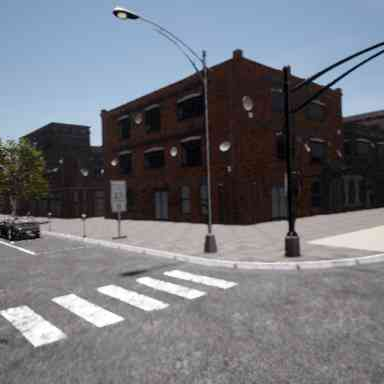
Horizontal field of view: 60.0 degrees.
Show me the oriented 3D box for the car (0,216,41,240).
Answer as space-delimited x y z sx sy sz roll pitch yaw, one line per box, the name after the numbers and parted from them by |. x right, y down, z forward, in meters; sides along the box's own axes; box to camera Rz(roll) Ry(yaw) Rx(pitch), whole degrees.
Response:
-10.953 2.182 21.083 2.008 1.369 4.403 -3 0 -41 | car
